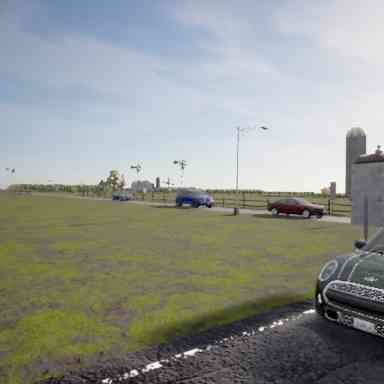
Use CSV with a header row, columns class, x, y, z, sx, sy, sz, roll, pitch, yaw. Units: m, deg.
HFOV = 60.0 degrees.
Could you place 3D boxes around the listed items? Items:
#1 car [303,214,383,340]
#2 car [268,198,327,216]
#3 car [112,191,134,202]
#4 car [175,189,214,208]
class,x,y,z,sx,sy,sz,roll,pitch,yaw
car,4.329,1.355,6.182,4.553,1.767,2.097,0,0,-36
car,8.546,1.234,27.282,1.882,1.535,5.008,1,0,-36
car,-11.387,0.630,54.849,2.097,1.767,4.553,1,0,-36
car,0.226,0.766,38.727,2.150,2.045,5.566,1,1,-36
